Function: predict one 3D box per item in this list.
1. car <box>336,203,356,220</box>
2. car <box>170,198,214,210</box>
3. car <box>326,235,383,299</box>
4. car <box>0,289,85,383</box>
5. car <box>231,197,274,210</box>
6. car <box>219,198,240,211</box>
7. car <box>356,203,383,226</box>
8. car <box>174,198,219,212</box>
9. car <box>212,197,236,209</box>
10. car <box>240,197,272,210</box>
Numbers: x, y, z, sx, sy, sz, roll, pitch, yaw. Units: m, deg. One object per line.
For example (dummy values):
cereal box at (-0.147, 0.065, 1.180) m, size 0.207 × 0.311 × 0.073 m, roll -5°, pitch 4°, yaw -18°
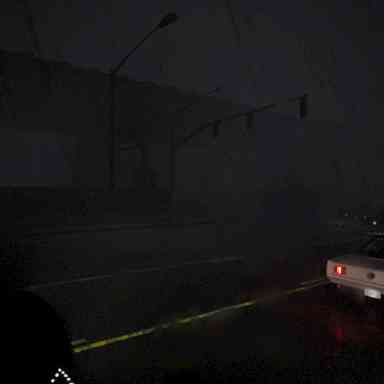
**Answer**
car at (13.324, 1.564, 26.396) m, size 4.181 × 1.385 × 1.994 m, roll 0°, pitch 0°, yaw -36°
car at (0.056, 1.295, 36.425) m, size 4.536 × 1.218 × 1.853 m, roll 0°, pitch 0°, yaw 8°
car at (5.180, 1.601, 7.470) m, size 4.718 × 1.301 × 1.895 m, roll 0°, pitch 0°, yaw -35°
car at (-3.321, 1.223, 1.380) m, size 5.566 × 2.045 × 2.150 m, roll 0°, pitch 0°, yaw -35°
car at (7.762, 1.453, 42.863) m, size 4.974 × 1.542 × 2.038 m, roll 0°, pitch 0°, yaw -7°
car at (3.852, 1.453, 39.103) m, size 2.038 × 1.542 × 4.974 m, roll 0°, pitch 0°, yaw 18°
car at (13.531, 1.547, 22.246) m, size 5.357 × 1.411 × 2.033 m, roll 0°, pitch 0°, yaw -36°
car at (0.107, 1.453, 36.418) m, size 4.974 × 1.542 × 2.038 m, roll 0°, pitch 0°, yaw 8°
car at (3.868, 1.295, 39.152) m, size 1.853 × 1.218 × 4.536 m, roll 0°, pitch 0°, yaw 18°
car at (7.710, 1.295, 42.856) m, size 4.536 × 1.218 × 1.853 m, roll 0°, pitch 0°, yaw -7°
